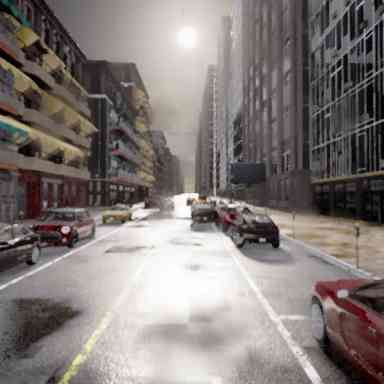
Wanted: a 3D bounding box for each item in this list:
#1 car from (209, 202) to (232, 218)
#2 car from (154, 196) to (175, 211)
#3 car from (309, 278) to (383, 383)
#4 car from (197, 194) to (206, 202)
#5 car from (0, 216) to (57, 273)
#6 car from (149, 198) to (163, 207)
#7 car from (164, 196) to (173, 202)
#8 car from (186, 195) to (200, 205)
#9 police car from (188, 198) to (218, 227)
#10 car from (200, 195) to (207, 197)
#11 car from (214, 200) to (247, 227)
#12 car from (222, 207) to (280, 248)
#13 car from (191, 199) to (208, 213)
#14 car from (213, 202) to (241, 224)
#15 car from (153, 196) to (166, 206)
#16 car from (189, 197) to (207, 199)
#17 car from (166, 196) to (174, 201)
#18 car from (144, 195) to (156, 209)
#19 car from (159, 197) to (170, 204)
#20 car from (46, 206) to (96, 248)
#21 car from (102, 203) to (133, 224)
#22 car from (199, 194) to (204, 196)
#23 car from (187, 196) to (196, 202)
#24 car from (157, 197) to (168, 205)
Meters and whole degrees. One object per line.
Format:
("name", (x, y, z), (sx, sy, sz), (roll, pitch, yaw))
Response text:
("car", (2.650, 1.668, 31.770), (1.802, 1.307, 4.206), (1, 0, 0))
("car", (-3.160, 1.601, 42.333), (2.128, 1.511, 4.902), (0, 0, 0))
("car", (2.695, 1.555, 3.512), (1.887, 1.381, 4.507), (1, 0, 0))
("car", (2.565, 1.518, 88.285), (2.192, 1.841, 5.009), (1, 0, 0))
("car", (-5.694, 1.576, 9.151), (2.008, 1.369, 4.403), (1, 0, 0))
("car", (-5.765, 1.660, 54.194), (1.752, 1.417, 4.829), (1, 0, 0))
("car", (-5.810, 1.737, 82.622), (1.887, 1.381, 4.507), (1, 0, 0))
("car", (-0.096, 1.711, 60.054), (1.994, 1.385, 4.181), (0, 0, 0))
("police car", (0.839, 1.490, 23.685), (1.930, 1.638, 5.238), (0, 0, 0))
("car", (2.615, 1.661, 54.547), (1.752, 1.417, 4.829), (1, 0, 0))
("car", (2.670, 1.497, 20.468), (1.967, 1.590, 4.097), (1, 0, 0))
("car", (2.677, 1.592, 14.814), (2.008, 1.369, 4.403), (1, 0, 0))
("car", (0.837, 1.629, 39.577), (1.812, 1.442, 4.674), (0, 0, 0))
("car", (2.659, 1.597, 26.288), (1.752, 1.417, 4.829), (1, 0, 0))
("car", (-5.773, 1.587, 60.015), (1.967, 1.590, 4.097), (1, 0, 0))
("car", (0.846, 1.568, 33.577), (1.882, 1.535, 5.008), (0, 0, 0))
("car", (-5.818, 1.728, 88.102), (1.752, 1.417, 4.829), (1, 0, 0))
("car", (-5.753, 1.438, 48.714), (2.192, 1.841, 5.009), (1, 0, 0))
("car", (-5.792, 1.737, 71.319), (1.947, 1.339, 4.313), (1, 0, 0))
("car", (-5.701, 1.481, 14.803), (1.967, 1.590, 4.097), (1, 0, 0))
("car", (-5.720, 1.596, 25.937), (1.752, 1.417, 4.829), (1, 0, 0))
("car", (2.583, 1.497, 76.982), (2.192, 1.841, 5.009), (1, 0, 0))
("car", (-0.119, 1.646, 75.086), (1.895, 1.301, 4.718), (0, 0, 0))
("car", (-5.783, 1.704, 65.668), (1.887, 1.381, 4.507), (1, 0, 0))
